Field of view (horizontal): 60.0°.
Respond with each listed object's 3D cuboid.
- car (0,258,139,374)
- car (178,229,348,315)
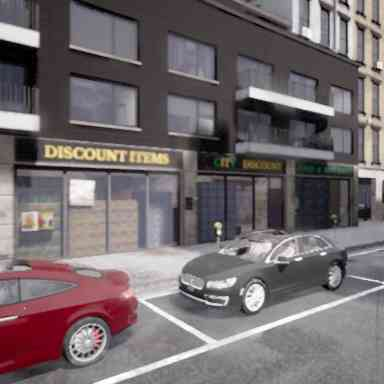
[{"bbox_3d":[-2.732,1.582,4.239,4.206,1.307,1.802,0,0,-36],"label":"car"},{"bbox_3d":[1.753,1.546,7.441,4.403,1.369,2.008,0,0,-36],"label":"car"}]
